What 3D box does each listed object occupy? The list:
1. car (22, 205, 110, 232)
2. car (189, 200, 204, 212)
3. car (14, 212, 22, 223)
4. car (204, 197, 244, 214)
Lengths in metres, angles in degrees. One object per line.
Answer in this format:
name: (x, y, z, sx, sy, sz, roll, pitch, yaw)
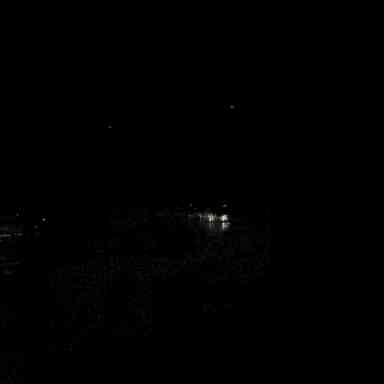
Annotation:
car: (-7.373, 1.581, 20.217, 1.895, 1.301, 4.718, 1, 0, 35)
car: (1.683, 1.562, 38.491, 1.895, 1.301, 4.718, 1, 0, 36)
car: (-9.482, 1.554, 22.855, 1.895, 1.301, 4.718, 1, 0, 33)
car: (3.739, 1.341, 35.774, 2.097, 1.767, 4.553, 1, 0, 36)
